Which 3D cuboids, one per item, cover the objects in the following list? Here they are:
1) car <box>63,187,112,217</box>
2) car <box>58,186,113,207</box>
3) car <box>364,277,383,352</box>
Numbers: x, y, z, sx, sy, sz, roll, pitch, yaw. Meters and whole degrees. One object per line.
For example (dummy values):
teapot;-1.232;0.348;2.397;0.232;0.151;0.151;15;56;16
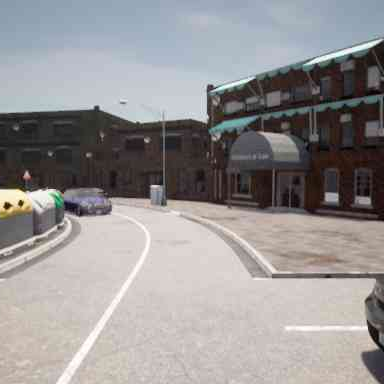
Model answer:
car;-7.279;0.590;22.592;2.097;1.767;4.553;-3;5;-40
car;-9.364;0.336;29.047;4.902;1.511;2.128;2;4;38
car;4.641;1.450;3.806;4.892;1.521;2.231;0;1;0
